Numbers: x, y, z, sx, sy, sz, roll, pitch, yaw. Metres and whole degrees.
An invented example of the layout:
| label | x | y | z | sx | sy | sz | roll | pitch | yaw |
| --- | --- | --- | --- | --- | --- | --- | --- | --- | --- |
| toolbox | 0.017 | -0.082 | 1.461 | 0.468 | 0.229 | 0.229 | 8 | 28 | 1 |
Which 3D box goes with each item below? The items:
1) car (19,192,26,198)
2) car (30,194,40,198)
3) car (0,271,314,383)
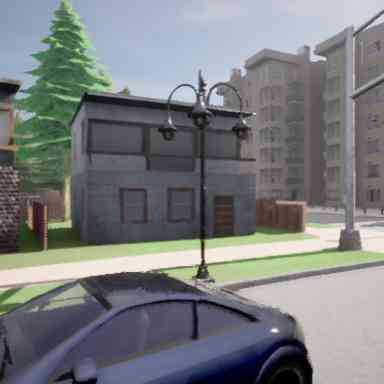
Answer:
| label | x | y | z | sx | sy | sz | roll | pitch | yaw |
| --- | --- | --- | --- | --- | --- | --- | --- | --- | --- |
| car | -34.612 | 0.997 | 67.310 | 1.905 | 1.878 | 3.866 | 0 | 0 | -25 |
| car | -32.490 | 0.994 | 68.713 | 1.932 | 1.855 | 4.605 | 0 | 0 | -25 |
| car | -0.824 | 1.555 | 3.113 | 4.181 | 1.385 | 1.994 | 0 | 0 | -33 |
